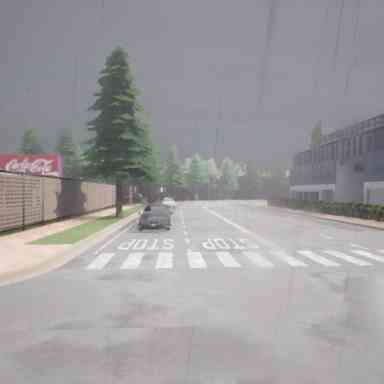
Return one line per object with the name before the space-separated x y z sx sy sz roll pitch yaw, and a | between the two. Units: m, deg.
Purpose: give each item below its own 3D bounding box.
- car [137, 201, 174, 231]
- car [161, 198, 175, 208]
car | -2.207 1.560 20.473 1.837 1.490 4.892 0 0 -3
car | -3.341 1.532 46.005 1.812 1.442 4.674 0 0 -2
